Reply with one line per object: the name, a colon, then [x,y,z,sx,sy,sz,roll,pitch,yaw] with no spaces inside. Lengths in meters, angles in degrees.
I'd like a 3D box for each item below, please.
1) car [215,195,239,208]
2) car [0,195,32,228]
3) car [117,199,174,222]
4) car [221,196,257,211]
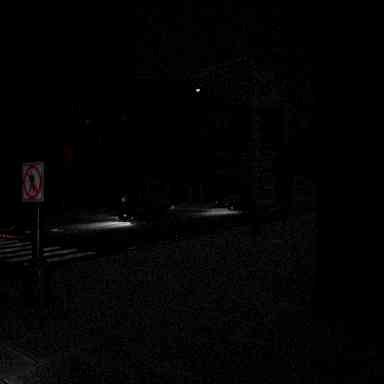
car: [4.898,1.198,43.044,2.097,1.767,4.553,0,0,35]
car: [-11.818,1.189,19.432,2.150,2.045,5.566,0,0,35]
car: [-3.643,1.486,25.365,1.994,1.385,4.181,0,0,35]
car: [5.687,1.453,38.537,1.895,1.301,4.718,0,0,35]
